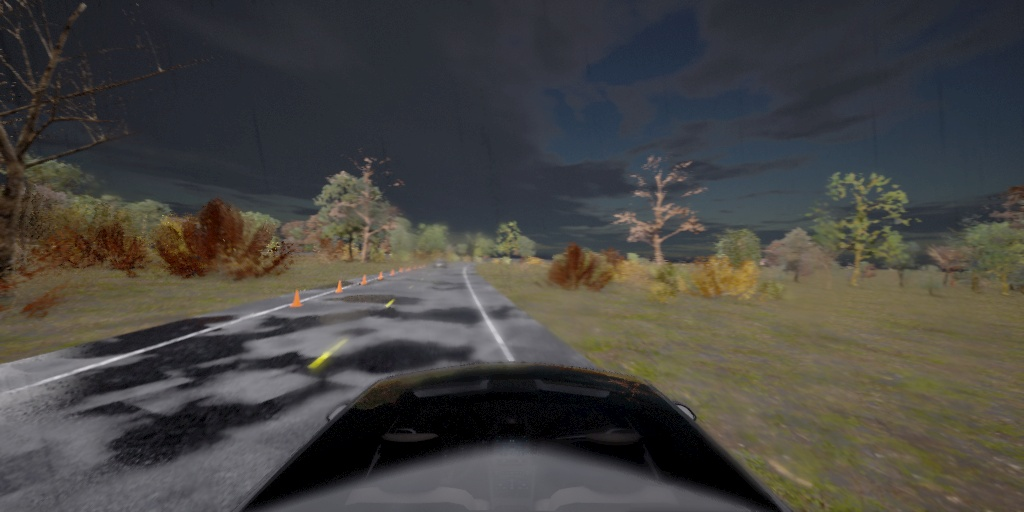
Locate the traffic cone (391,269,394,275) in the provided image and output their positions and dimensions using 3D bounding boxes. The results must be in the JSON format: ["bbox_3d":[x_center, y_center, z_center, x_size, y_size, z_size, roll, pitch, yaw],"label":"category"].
[{"bbox_3d":[-10.938,1.470,32.877,0.340,0.580,0.340,0,0,-8],"label":"traffic cone"}]

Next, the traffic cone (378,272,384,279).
[{"bbox_3d":[-10.208,1.474,27.910,0.340,0.580,0.340,0,0,-9],"label":"traffic cone"}]

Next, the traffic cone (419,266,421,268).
[{"bbox_3d":[-13.550,1.512,52.785,0.340,0.580,0.340,0,0,-7],"label":"traffic cone"}]

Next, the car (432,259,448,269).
[{"bbox_3d":[-10.321,1.117,51.664,2.128,1.511,4.902,1,0,-7],"label":"car"}]

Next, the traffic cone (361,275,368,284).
[{"bbox_3d":[-9.446,1.484,22.949,0.340,0.580,0.340,0,0,-9],"label":"traffic cone"}]

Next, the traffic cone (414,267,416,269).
[{"bbox_3d":[-12.944,1.494,47.802,0.340,0.580,0.340,0,0,-7],"label":"traffic cone"}]

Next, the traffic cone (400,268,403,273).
[{"bbox_3d":[-11.638,1.472,37.847,0.340,0.580,0.340,0,0,-8],"label":"traffic cone"}]

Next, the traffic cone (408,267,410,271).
[{"bbox_3d":[-12.306,1.480,42.823,0.340,0.580,0.340,0,0,-7],"label":"traffic cone"}]

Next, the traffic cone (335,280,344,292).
[{"bbox_3d":[-8.654,1.500,17.992,0.340,0.580,0.340,0,0,-9],"label":"traffic cone"}]

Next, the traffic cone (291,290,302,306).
[{"bbox_3d":[-7.830,1.518,13.040,0.340,0.580,0.340,0,0,-10],"label":"traffic cone"}]
